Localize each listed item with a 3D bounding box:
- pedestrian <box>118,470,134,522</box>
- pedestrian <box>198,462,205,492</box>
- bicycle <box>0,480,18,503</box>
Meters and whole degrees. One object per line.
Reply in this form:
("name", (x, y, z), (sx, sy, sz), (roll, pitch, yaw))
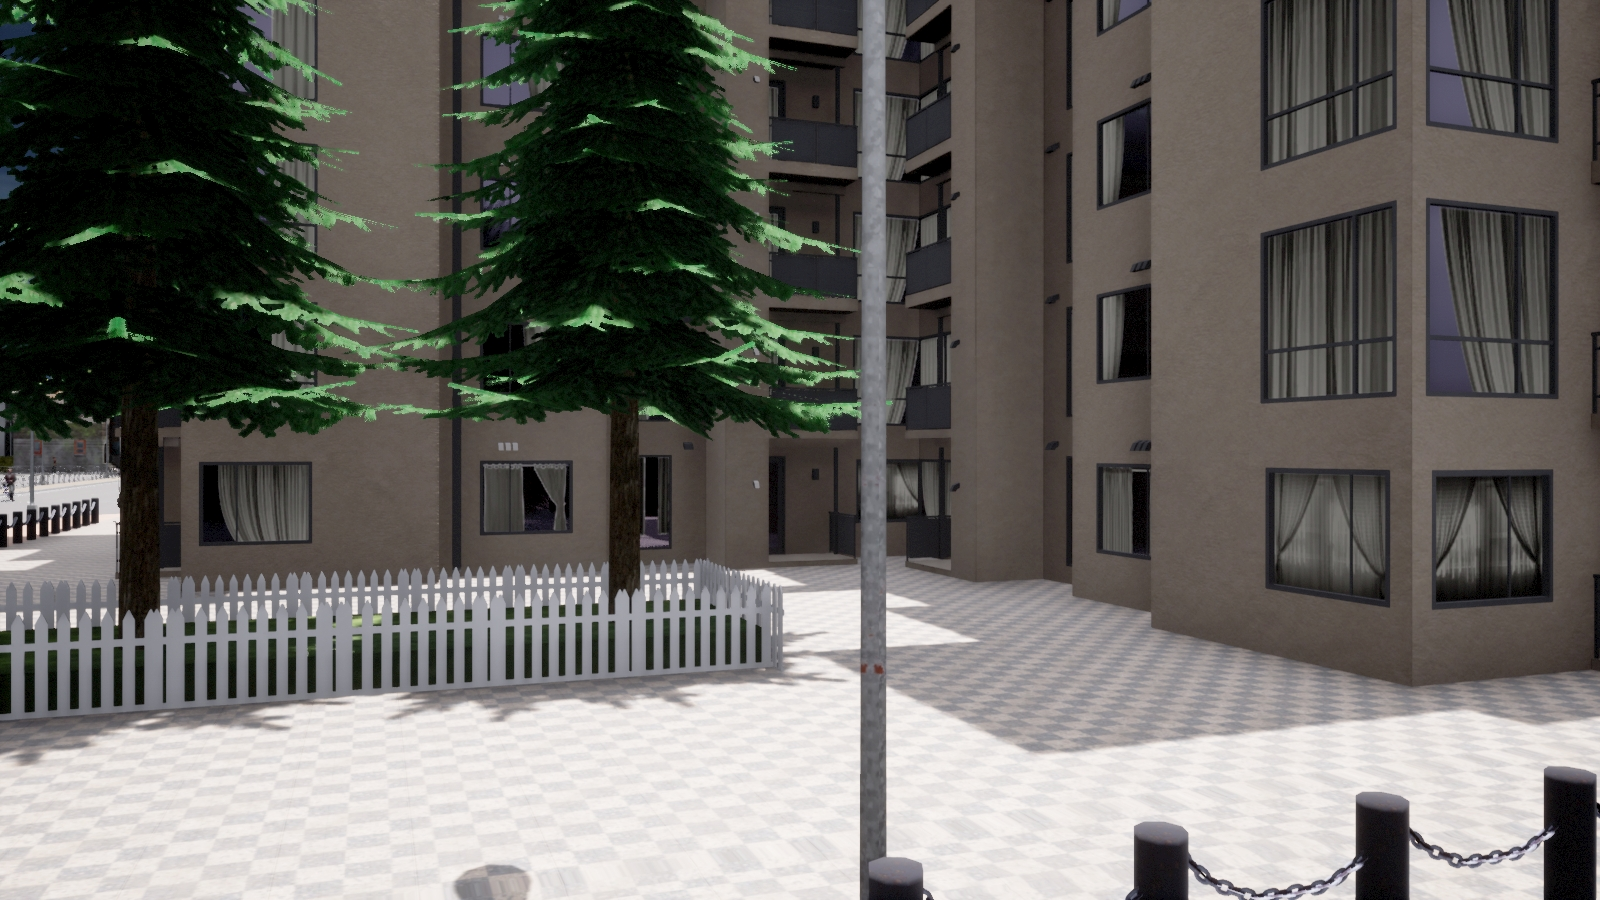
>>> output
("pedestrian", (-24.503, 1.677, 41.518), (0.375, 1.860, 0.375), (0, 0, 35))
("pedestrian", (-36.972, 1.670, 70.584), (0.375, 1.860, 0.375), (0, 0, -25))
("bicycle", (-41.819, 2.179, 60.398), (0.329, 1.171, 1.835), (-1, 0, -19))
